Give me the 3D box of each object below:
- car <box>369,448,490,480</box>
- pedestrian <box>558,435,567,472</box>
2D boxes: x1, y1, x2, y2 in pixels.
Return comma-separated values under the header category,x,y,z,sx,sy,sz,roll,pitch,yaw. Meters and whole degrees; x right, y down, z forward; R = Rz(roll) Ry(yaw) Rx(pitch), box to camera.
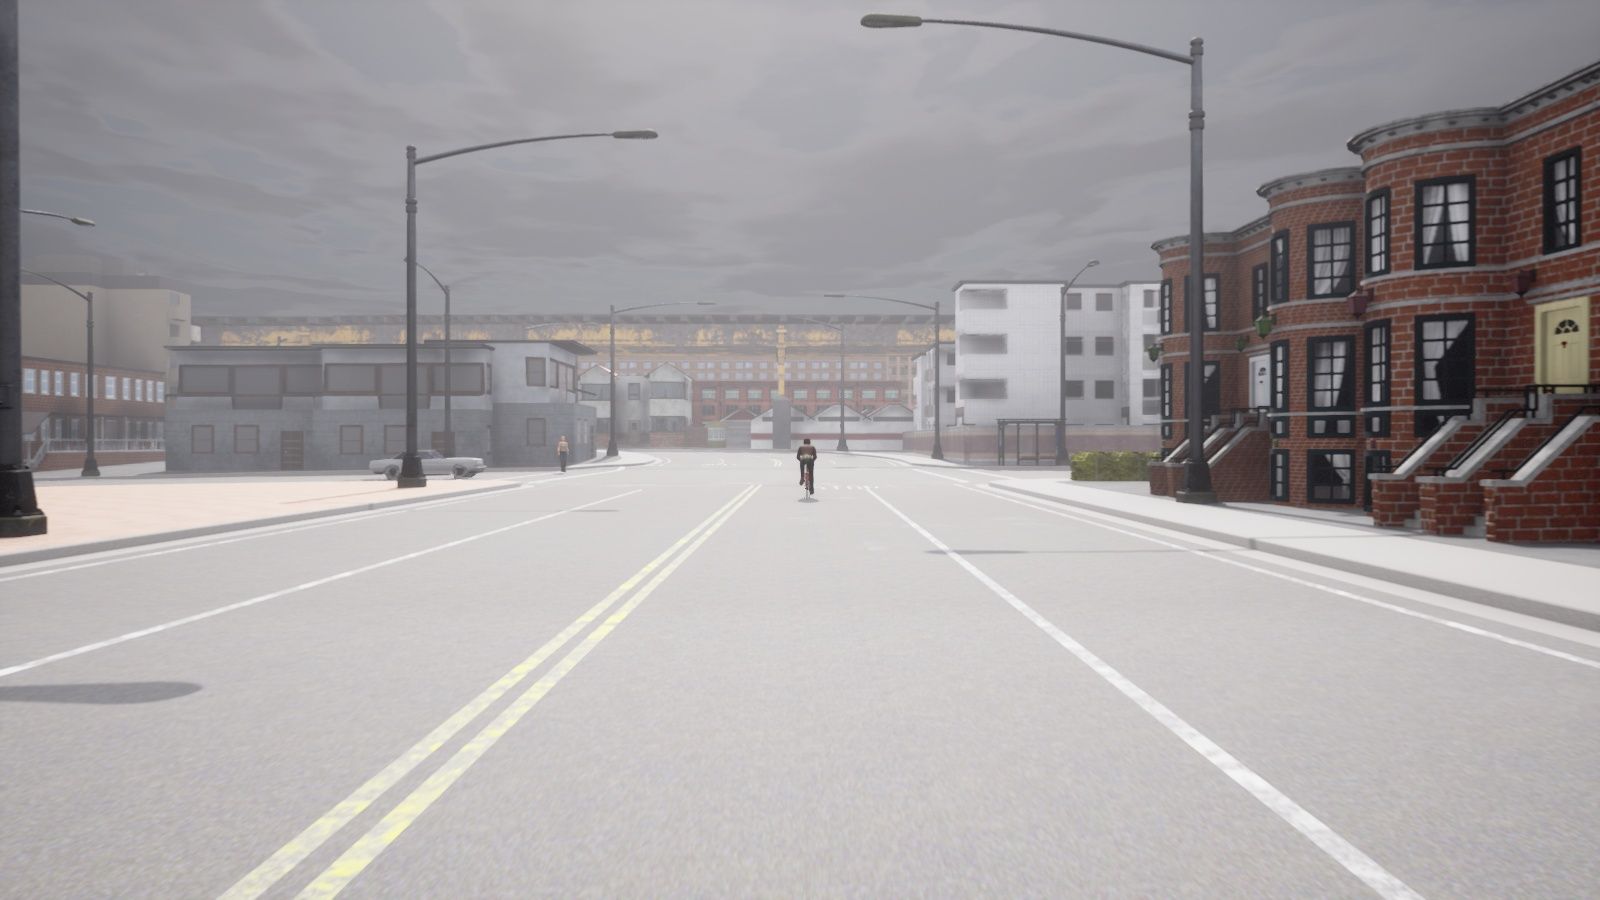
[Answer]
category,x,y,z,sx,sy,sz,roll,pitch,yaw
car,-16.176,0.606,54.951,4.718,1.301,1.895,-1,0,-1
pedestrian,-11.851,0.169,62.702,0.345,1.836,0.594,0,0,-23
